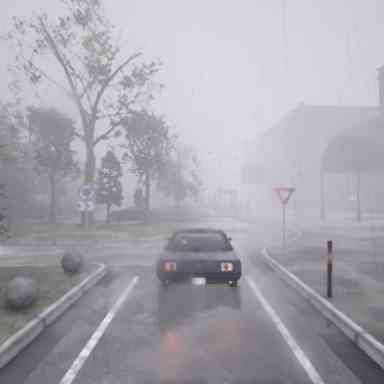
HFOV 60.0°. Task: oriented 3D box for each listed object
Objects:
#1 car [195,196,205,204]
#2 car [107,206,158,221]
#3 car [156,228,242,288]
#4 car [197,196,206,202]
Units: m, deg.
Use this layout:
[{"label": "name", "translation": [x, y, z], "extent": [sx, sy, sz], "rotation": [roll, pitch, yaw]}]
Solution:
[{"label": "car", "translation": [1.721, 1.806, 71.203], "extent": [1.837, 1.490, 4.892], "rotation": [0, 0, 3]}, {"label": "car", "translation": [-5.857, 2.093, 32.745], "extent": [5.008, 1.535, 1.882], "rotation": [0, -2, 8]}, {"label": "car", "translation": [0.207, 1.669, 9.394], "extent": [1.895, 1.301, 4.718], "rotation": [0, -1, 1]}, {"label": "car", "translation": [2.291, 1.740, 81.560], "extent": [1.895, 1.301, 4.718], "rotation": [0, 0, 5]}]
